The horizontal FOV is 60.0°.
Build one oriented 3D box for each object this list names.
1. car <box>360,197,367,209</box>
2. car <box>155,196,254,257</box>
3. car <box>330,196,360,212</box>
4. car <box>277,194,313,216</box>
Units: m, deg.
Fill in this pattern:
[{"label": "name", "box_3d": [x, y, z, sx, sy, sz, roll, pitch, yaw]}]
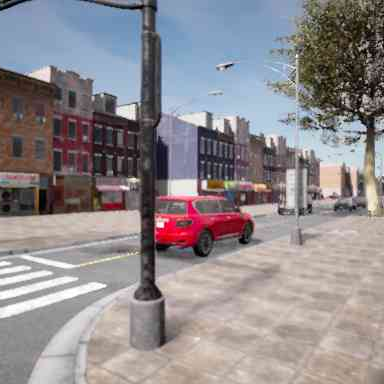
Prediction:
[{"label": "car", "box_3d": [23.336, 1.481, 46.551, 2.128, 1.511, 4.902, 0, 0, 34]}, {"label": "car", "box_3d": [0.470, 1.158, 13.014, 2.150, 2.045, 5.566, 0, 0, 34]}, {"label": "car", "box_3d": [17.463, 1.502, 37.857, 1.812, 1.442, 4.674, 0, 0, 35]}, {"label": "car", "box_3d": [10.042, 1.180, 32.099, 2.150, 2.045, 5.566, 0, 0, 34]}]
